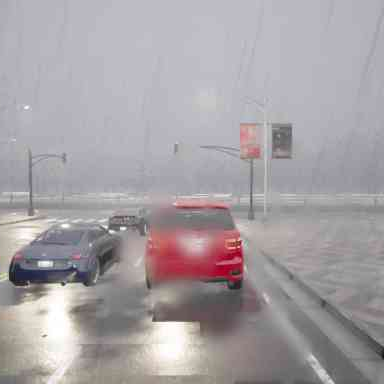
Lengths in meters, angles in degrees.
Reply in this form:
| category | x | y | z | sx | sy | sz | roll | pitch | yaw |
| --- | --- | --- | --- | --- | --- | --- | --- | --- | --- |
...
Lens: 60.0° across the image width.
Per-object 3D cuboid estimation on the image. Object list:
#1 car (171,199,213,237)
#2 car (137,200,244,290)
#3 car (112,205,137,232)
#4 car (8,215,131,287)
| category | x | y | z | sx | sy | sz | roll | pitch | yaw |
| --- | --- | --- | --- | --- | --- | --- | --- | --- | --- |
| car | -0.024 | 1.343 | 18.813 | 2.097 | 1.767 | 4.553 | 0 | 0 | 0 |
| car | 0.044 | 1.217 | 9.223 | 2.150 | 2.045 | 5.566 | 0 | 0 | -1 |
| car | -3.274 | 1.496 | 18.267 | 1.837 | 1.490 | 4.892 | 0 | 0 | 0 |
| car | -3.216 | 1.559 | 9.365 | 1.994 | 1.385 | 4.181 | 0 | 0 | 1 |
